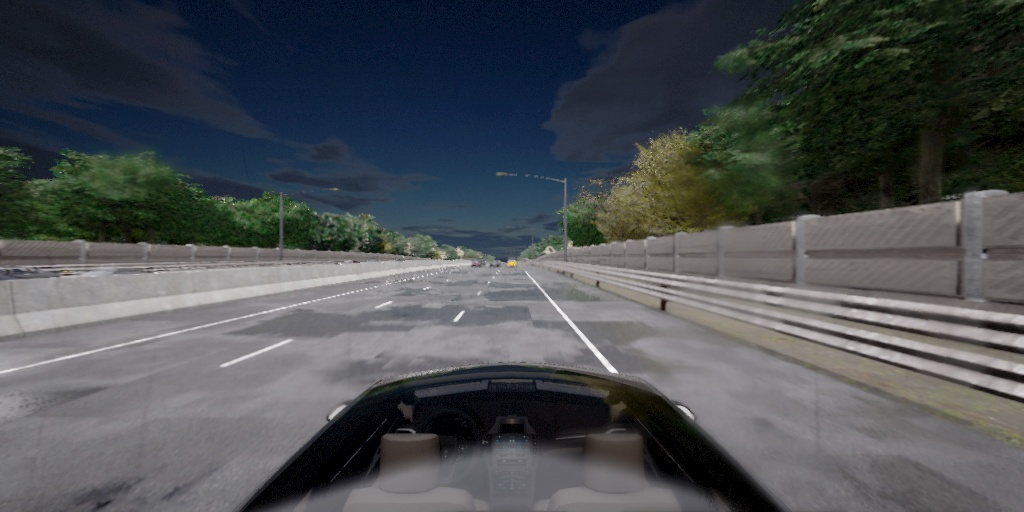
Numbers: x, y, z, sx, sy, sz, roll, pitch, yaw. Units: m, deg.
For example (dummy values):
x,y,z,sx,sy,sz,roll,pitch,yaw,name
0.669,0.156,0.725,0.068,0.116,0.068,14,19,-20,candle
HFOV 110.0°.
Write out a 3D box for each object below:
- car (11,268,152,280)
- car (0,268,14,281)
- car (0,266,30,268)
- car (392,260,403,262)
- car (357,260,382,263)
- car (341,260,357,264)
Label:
x,y,z,sx,sy,sz,roll,pitch,yaw,name
-17.577,1.271,15.640,1.812,1.442,4.674,0,0,0,car
-21.083,1.309,13.708,1.994,1.385,4.181,0,0,0,car
-24.569,1.237,16.796,2.128,1.511,4.902,0,0,0,car
-17.540,1.316,54.560,1.837,1.490,4.892,0,0,1,car
-21.038,1.305,54.544,2.128,1.511,4.902,0,0,1,car
-24.533,1.337,54.406,1.812,1.442,4.674,0,0,1,car
